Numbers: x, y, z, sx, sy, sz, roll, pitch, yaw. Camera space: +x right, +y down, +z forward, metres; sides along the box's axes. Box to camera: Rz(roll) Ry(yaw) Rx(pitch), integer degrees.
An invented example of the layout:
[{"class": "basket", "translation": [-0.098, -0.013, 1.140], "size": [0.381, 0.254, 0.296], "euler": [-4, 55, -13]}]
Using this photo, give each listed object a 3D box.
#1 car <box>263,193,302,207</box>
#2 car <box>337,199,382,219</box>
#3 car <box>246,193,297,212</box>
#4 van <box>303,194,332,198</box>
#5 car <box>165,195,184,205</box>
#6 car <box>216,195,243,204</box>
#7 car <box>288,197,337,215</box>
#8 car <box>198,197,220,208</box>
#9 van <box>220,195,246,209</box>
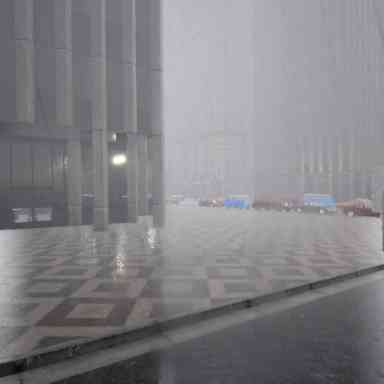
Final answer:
[{"class": "car", "translation": [12.811, 1.124, 47.321], "size": [2.192, 1.841, 5.009], "euler": [-1, 1, -36]}, {"class": "car", "translation": [15.508, 1.561, 28.890], "size": [1.887, 1.381, 4.507], "euler": [-1, 1, -36]}, {"class": "car", "translation": [9.078, 1.285, 37.876], "size": [2.192, 1.841, 5.009], "euler": [-1, 1, -36]}, {"class": "van", "translation": [16.024, 1.172, 42.826], "size": [1.690, 1.788, 3.998], "euler": [-1, 1, -36]}, {"class": "car", "translation": [-3.777, 1.434, 55.855], "size": [2.008, 1.369, 4.403], "euler": [-1, 1, -36]}, {"class": "car", "translation": [6.289, 1.290, 56.451], "size": [1.752, 1.417, 4.829], "euler": [-1, 1, -36]}, {"class": "car", "translation": [12.294, 1.544, 33.384], "size": [2.008, 1.369, 4.403], "euler": [-1, 1, -36]}, {"class": "car", "translation": [2.651, 1.367, 46.865], "size": [1.967, 1.590, 4.097], "euler": [-1, 1, -36]}, {"class": "van", "translation": [5.863, 1.289, 42.371], "size": [1.690, 1.788, 3.998], "euler": [-1, 1, -36]}]
